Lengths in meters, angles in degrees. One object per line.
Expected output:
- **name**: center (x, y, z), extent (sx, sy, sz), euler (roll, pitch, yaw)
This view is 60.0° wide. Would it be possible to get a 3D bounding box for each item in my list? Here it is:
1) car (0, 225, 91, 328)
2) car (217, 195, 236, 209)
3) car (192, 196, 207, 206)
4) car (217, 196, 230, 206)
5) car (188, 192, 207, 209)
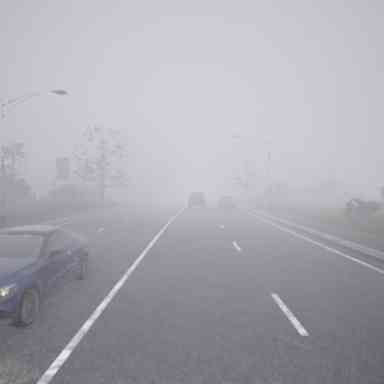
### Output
- **car**: center (-3.555, 1.492, 7.046), extent (1.812, 1.442, 4.674), euler (0, 0, 0)
- **car**: center (4.189, 1.158, 41.078), extent (2.097, 1.767, 4.553), euler (0, 0, 3)
- **car**: center (1.261, 1.304, 51.572), extent (2.033, 1.411, 5.357), euler (0, 0, 4)
- **car**: center (4.769, 1.358, 51.540), extent (1.895, 1.301, 4.718), euler (0, 0, 4)
- **car**: center (0.676, 1.029, 40.843), extent (2.150, 2.045, 5.566), euler (0, 0, 3)
